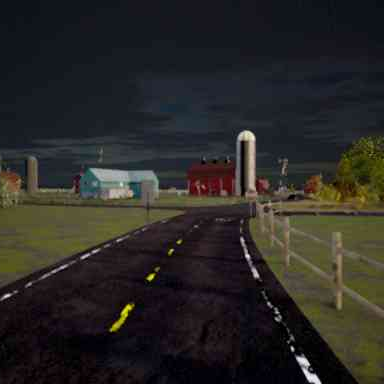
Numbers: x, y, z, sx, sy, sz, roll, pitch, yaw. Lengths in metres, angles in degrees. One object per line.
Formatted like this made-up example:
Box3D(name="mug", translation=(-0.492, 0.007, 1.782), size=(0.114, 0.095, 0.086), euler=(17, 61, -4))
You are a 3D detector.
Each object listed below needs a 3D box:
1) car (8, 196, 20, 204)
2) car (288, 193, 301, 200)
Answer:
Box3D(name="car", translation=(-30.943, 1.291, 55.730), size=(4.181, 1.385, 1.994), euler=(0, 1, 27))
Box3D(name="car", translation=(24.939, 1.267, 82.277), size=(1.837, 1.490, 4.892), euler=(1, 0, 27))
